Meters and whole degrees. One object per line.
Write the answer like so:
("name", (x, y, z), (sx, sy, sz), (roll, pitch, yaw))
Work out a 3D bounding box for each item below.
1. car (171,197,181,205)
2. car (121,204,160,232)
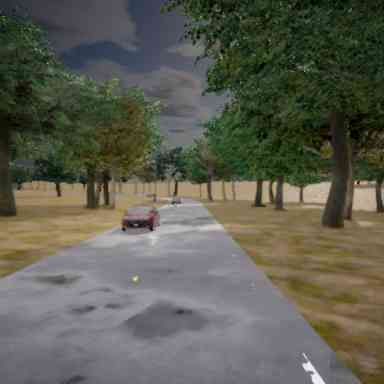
("car", (-2.991, 1.713, 62.711), (2.033, 1.411, 5.357), (0, 0, 0))
("car", (-3.091, 1.543, 20.831), (1.882, 1.535, 5.008), (0, 0, 0))
